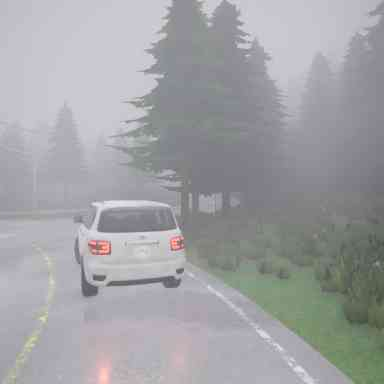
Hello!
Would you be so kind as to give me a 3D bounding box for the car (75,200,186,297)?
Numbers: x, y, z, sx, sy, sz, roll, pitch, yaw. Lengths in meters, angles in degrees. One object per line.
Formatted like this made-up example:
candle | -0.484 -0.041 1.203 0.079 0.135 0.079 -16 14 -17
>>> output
car | -1.894 1.221 8.971 2.150 2.045 5.566 0 0 -20
